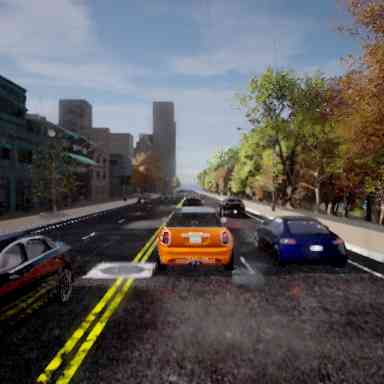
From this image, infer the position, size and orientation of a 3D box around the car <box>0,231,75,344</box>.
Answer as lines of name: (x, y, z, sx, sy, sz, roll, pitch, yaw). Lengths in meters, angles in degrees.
car: (-3.356, 1.440, 5.082, 2.128, 1.511, 4.902, 0, 1, 0)

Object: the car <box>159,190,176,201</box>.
car: (-3.371, 0.759, 46.646, 2.150, 2.045, 5.566, 0, 1, 0)

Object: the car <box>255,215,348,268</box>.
car: (3.340, 1.455, 10.921, 1.994, 1.385, 4.181, 0, 1, 0)

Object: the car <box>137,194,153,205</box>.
car: (-6.618, 1.023, 47.173, 2.128, 1.511, 4.902, 0, 1, 0)

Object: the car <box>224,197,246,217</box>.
car: (3.327, 1.229, 27.880, 1.837, 1.490, 4.892, 0, 1, 0)

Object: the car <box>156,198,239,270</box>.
car: (0.091, 1.245, 10.748, 2.097, 1.767, 4.553, 0, 1, 0)
